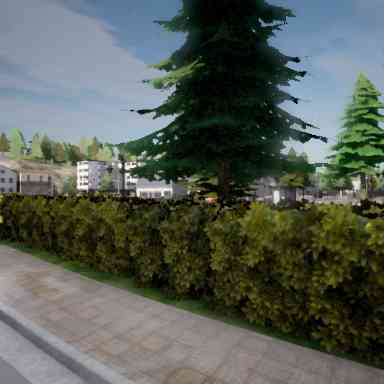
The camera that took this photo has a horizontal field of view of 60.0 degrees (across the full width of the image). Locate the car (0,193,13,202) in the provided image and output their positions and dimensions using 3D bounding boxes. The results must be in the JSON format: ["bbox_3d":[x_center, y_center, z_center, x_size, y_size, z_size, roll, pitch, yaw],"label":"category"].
[{"bbox_3d":[-41.120,1.097,71.295,4.605,1.855,1.932,0,0,-45],"label":"car"}]

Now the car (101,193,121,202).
[{"bbox_3d":[-17.552,1.077,72.095,3.866,1.878,1.905,0,0,-45],"label":"car"}]

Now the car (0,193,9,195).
[{"bbox_3d":[-23.119,1.330,40.911,5.027,1.636,2.152,0,0,-45],"label":"car"}]

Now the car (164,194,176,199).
[{"bbox_3d":[-2.224,1.221,37.422,5.566,2.045,2.150,0,0,-45],"label":"car"}]

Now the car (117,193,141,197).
[{"bbox_3d":[-9.692,1.384,53.878,3.806,1.475,1.970,0,0,-45],"label":"car"}]

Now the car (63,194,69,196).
[{"bbox_3d":[-31.237,1.232,85.583,3.806,1.475,1.970,0,0,-45],"label":"car"}]

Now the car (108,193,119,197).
[{"bbox_3d":[-15.223,1.097,70.309,4.605,1.855,1.932,0,0,-45],"label":"car"}]

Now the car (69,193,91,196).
[{"bbox_3d":[-26.512,1.153,81.228,5.027,1.636,2.152,0,0,-45],"label":"car"}]

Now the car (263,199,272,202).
[{"bbox_3d":[9.908,1.478,44.336,5.008,1.535,1.882,0,0,-45],"label":"car"}]
